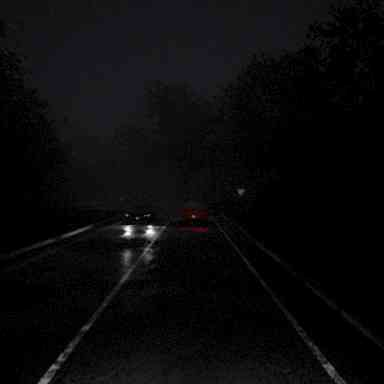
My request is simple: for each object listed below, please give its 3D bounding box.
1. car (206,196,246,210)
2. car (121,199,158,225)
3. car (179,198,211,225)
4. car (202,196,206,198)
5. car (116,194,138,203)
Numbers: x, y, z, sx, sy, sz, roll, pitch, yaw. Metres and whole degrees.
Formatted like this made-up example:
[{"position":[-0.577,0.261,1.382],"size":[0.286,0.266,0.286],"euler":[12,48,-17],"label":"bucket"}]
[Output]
[{"position":[4.523,1.441,41.570],"size":[5.008,1.535,1.882],"euler":[0,-1,-34],"label":"car"},{"position":[-3.587,1.484,24.243],"size":[1.837,1.490,4.892],"euler":[0,0,0],"label":"car"},{"position":[0.101,1.457,24.153],"size":[1.882,1.535,5.008],"euler":[0,0,0],"label":"car"},{"position":[3.464,1.476,71.825],"size":[5.357,1.411,2.033],"euler":[0,0,18],"label":"car"},{"position":[-13.199,1.296,67.475],"size":[2.097,1.767,4.553],"euler":[0,0,43],"label":"car"}]
